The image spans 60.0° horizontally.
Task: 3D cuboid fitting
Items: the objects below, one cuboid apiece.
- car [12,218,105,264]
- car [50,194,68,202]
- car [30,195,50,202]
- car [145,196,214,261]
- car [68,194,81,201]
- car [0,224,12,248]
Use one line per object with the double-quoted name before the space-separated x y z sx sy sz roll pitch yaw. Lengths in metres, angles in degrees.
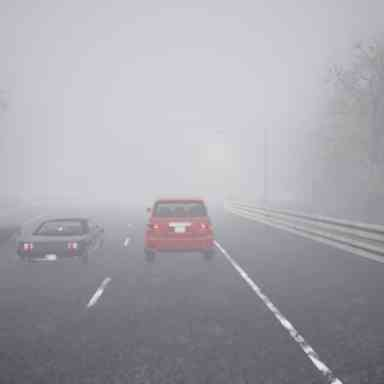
"car" -4.259 1.555 11.667 1.895 1.301 4.718 0 0 -7
"car" -27.652 1.213 67.794 1.837 1.490 4.892 0 0 -41
"car" -30.380 1.278 65.602 2.033 1.411 5.357 0 0 -41
"car" -0.505 1.160 12.265 2.150 2.045 5.566 0 0 -3
"car" -24.924 1.212 69.987 1.812 1.442 4.674 0 0 -41
"car" -7.791 1.567 11.738 1.895 1.301 4.718 0 0 -7
